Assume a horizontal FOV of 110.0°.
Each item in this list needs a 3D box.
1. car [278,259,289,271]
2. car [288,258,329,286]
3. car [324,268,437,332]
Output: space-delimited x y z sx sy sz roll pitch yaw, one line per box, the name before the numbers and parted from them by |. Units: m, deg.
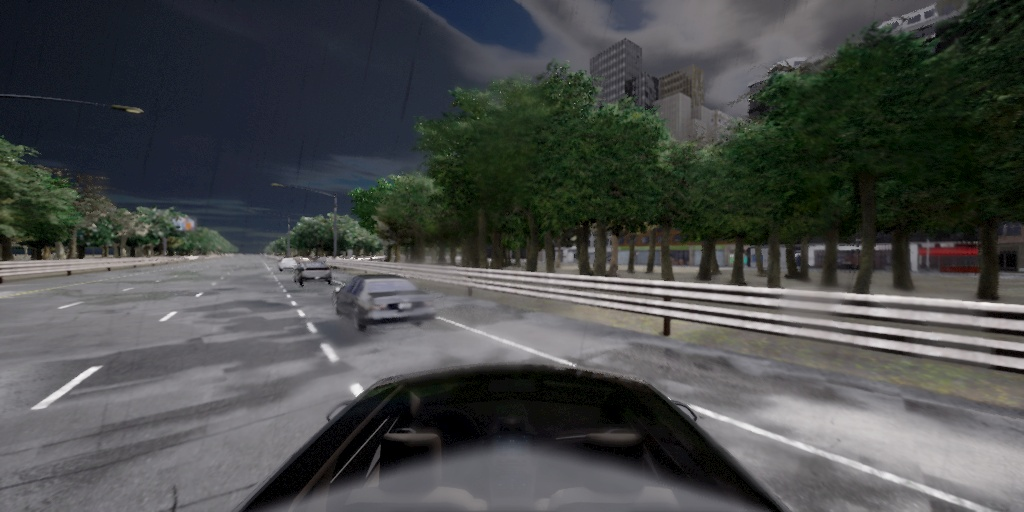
car | -27.135 1.032 43.482 1.812 1.442 4.674 0 0 -34
car | -13.280 1.120 23.869 2.128 1.511 4.902 0 0 -35
car | -4.062 1.257 10.850 2.033 1.411 5.357 0 0 -35
